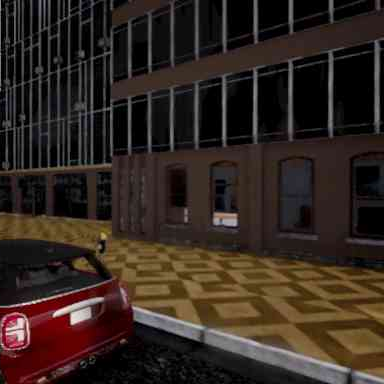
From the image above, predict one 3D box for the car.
[{"bbox_3d":[-2.838,1.414,4.897,4.097,1.590,1.967,0,0,35],"label":"car"}]
